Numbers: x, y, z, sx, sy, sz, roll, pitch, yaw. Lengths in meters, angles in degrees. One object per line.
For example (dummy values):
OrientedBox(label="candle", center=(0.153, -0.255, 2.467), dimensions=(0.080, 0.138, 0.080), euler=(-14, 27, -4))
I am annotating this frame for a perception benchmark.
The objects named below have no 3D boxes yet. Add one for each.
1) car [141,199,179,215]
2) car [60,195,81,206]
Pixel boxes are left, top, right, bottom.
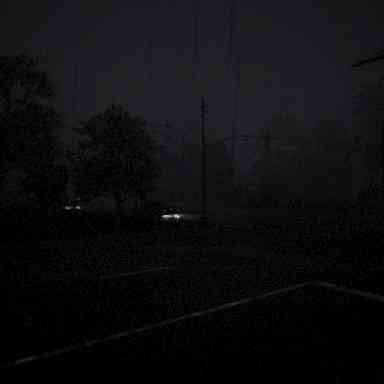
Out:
OrientedBox(label="car", center=(-3.060, 1.370, 31.395), dimensions=(1.994, 1.385, 4.181), euler=(-1, 1, -38))
OrientedBox(label="car", center=(-18.676, 1.191, 50.870), dimensions=(2.097, 1.767, 4.553), euler=(-1, 0, -39))
